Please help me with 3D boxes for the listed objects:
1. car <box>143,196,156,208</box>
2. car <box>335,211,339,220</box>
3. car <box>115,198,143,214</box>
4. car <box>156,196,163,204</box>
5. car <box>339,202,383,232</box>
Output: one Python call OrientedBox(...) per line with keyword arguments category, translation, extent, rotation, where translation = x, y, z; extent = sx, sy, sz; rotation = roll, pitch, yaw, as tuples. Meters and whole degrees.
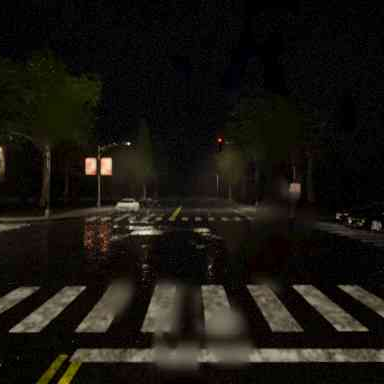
OrientedBox(category="car", translation=(-6.581, 1.476, 46.258), extent=(1.895, 1.301, 4.718), rotation=(0, 0, 0))
OrientedBox(category="car", translation=(11.961, 1.401, 21.900), extent=(4.674, 1.442, 1.812), rotation=(0, 0, 4))
OrientedBox(category="car", translation=(-6.590, 1.416, 34.322), extent=(1.812, 1.442, 4.674), rotation=(0, 0, 0))
OrientedBox(category="car", translation=(-6.538, 1.411, 61.695), extent=(1.812, 1.442, 4.674), rotation=(0, 1, 1))
OrientedBox(category="car", translation=(11.153, 1.386, 18.418), extent=(4.892, 1.490, 1.837), rotation=(0, 0, -1))
